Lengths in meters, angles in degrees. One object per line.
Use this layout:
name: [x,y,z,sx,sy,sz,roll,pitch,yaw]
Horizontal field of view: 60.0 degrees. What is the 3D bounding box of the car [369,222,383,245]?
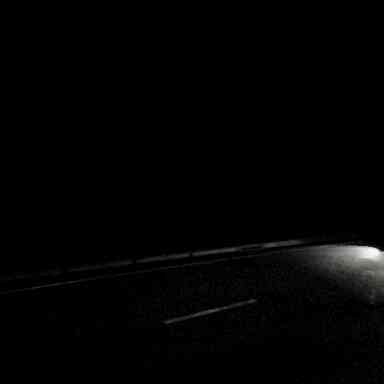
car: [9.084,1.467,13.330,4.181,1.385,1.994,0,0,-28]
